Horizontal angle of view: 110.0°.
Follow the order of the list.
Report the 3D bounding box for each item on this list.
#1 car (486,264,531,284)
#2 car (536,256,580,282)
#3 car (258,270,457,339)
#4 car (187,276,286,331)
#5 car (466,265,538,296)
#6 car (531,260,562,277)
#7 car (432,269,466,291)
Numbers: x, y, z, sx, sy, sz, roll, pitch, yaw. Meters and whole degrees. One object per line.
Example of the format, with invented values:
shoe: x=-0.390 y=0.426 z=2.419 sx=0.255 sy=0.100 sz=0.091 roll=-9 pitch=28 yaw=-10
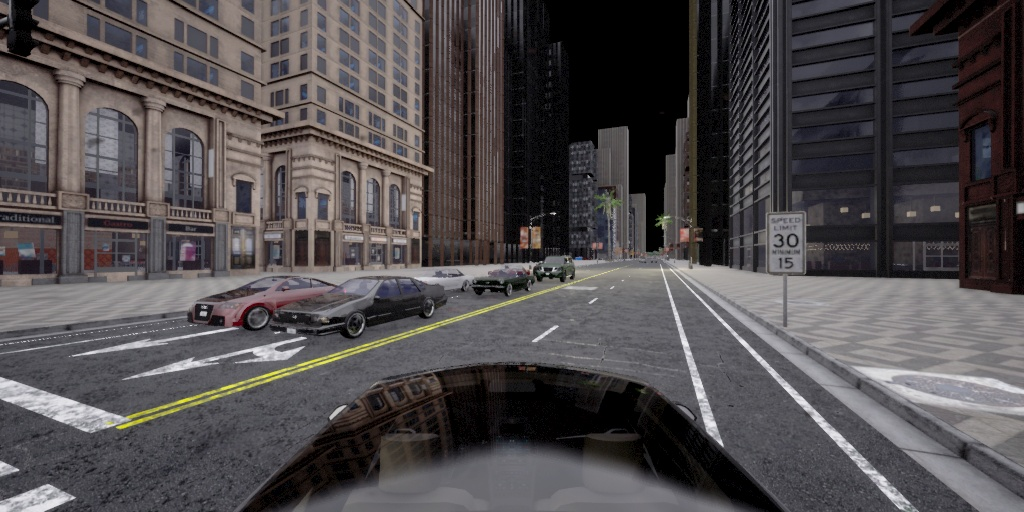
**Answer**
car: x=-0.177 y=1.364 z=28.469 sx=1.895 sy=1.301 sz=4.718 roll=0 pitch=0 yaw=22
car: x=3.686 y=0.986 z=29.328 sx=2.150 sy=2.045 sz=5.566 roll=0 pitch=0 yaw=22
car: x=-3.969 y=1.299 z=10.542 sx=2.033 sy=1.411 sz=5.357 roll=0 pitch=0 yaw=22
car: x=-7.236 y=1.316 z=11.128 sx=1.994 sy=1.385 sz=4.181 roll=0 pitch=0 yaw=22
car: x=-0.352 y=1.357 z=19.423 sx=1.895 sy=1.301 sz=4.718 roll=0 pitch=0 yaw=22
car: x=3.708 y=1.250 z=37.907 sx=1.882 sy=1.535 sz=5.008 roll=0 pitch=0 yaw=23
car: x=-3.936 y=1.356 z=19.244 sx=1.895 sy=1.301 sz=4.718 roll=0 pitch=0 yaw=22
